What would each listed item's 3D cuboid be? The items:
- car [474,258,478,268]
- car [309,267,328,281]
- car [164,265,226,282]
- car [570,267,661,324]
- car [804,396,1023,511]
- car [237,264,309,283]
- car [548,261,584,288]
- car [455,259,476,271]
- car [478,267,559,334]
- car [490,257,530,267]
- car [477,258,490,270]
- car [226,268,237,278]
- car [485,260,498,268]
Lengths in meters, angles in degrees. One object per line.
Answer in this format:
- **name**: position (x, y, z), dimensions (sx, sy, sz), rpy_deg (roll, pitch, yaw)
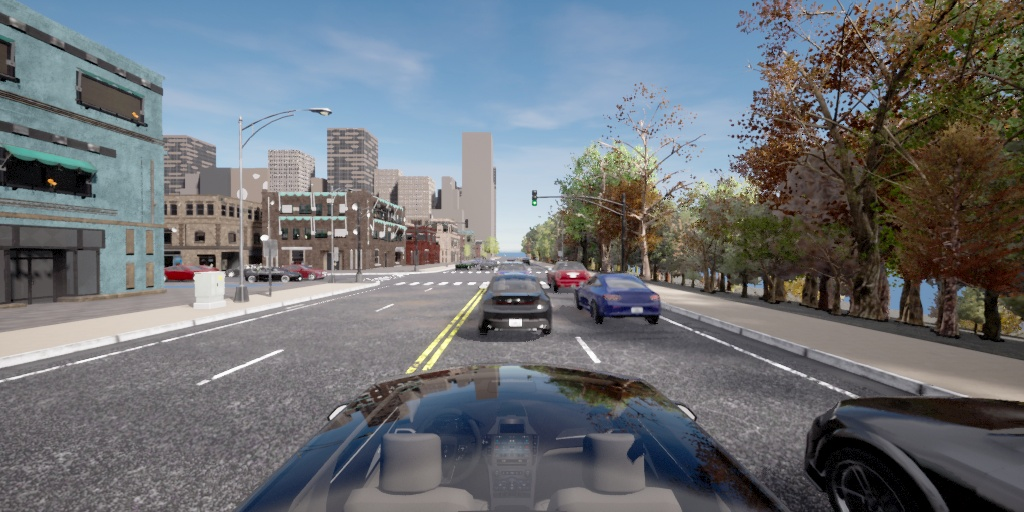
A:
- **car**: position (-6.751, 1.347, 59.742), dimensions (1.895, 1.301, 4.718), rpy_deg (0, 0, 0)
- **car**: position (-19.495, 1.495, 32.926), dimensions (4.674, 1.442, 1.812), rpy_deg (-1, 1, -1)
- **car**: position (-29.725, 1.564, 32.902), dimensions (5.008, 1.535, 1.882), rpy_deg (-1, 1, 0)
- **car**: position (3.321, 1.276, 11.866), dimensions (1.812, 1.442, 4.674), rpy_deg (0, 0, 0)
- **car**: position (3.357, 1.314, 1.138), dimensions (1.994, 1.385, 4.181), rpy_deg (0, 0, -1)
- **car**: position (-20.030, 1.568, 30.212), dimensions (4.313, 1.339, 1.948), rpy_deg (0, 0, 0)
- **car**: position (3.294, 1.102, 21.551), dimensions (2.097, 1.767, 4.553), rpy_deg (0, 0, 0)
- **car**: position (-6.736, 1.349, 50.568), dimensions (1.895, 1.301, 4.718), rpy_deg (0, 0, 2)
- **car**: position (0.075, 1.256, 10.573), dimensions (1.837, 1.490, 4.892), rpy_deg (0, 0, 0)
- **car**: position (0.045, 1.102, 20.876), dimensions (2.097, 1.767, 4.553), rpy_deg (0, 0, 0)
- **car**: position (-3.514, 1.253, 50.976), dimensions (1.837, 1.490, 4.892), rpy_deg (0, 0, -2)
- **car**: position (-28.389, 1.565, 38.699), dimensions (4.403, 1.370, 2.007), rpy_deg (0, 0, 0)
- **car**: position (-3.502, 1.310, 60.933), dimensions (1.994, 1.385, 4.181), rpy_deg (0, 0, 0)
